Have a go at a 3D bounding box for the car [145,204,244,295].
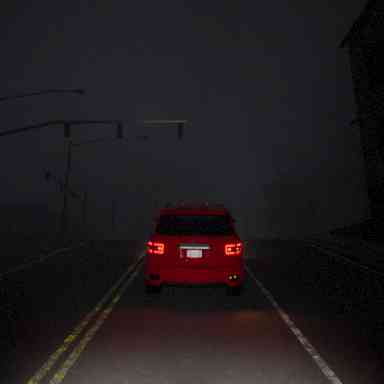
[{"bbox_3d":[0.078,1.347,9.242,2.150,2.045,5.566,1,-1,1],"label":"car"}]
